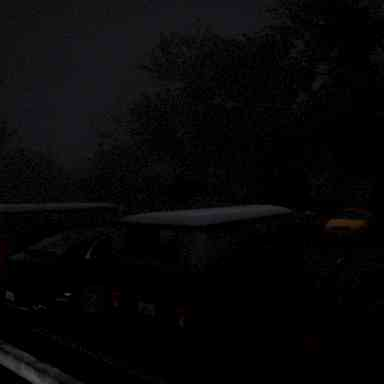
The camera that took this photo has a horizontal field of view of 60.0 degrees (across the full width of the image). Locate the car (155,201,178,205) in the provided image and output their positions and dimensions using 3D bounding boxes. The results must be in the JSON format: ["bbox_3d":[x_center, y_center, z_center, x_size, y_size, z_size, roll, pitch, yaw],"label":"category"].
[{"bbox_3d":[-0.993,1.458,23.184,2.185,1.767,4.553,-1,0,35],"label":"car"}]

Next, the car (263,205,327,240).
[{"bbox_3d":[5.826,1.554,18.358,2.002,1.452,4.674,-1,0,35],"label":"car"}]

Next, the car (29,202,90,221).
[{"bbox_3d":[-12.306,1.752,31.297,2.097,1.535,5.008,-1,-1,36],"label":"car"}]

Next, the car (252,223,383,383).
[{"bbox_3d":[2.872,1.468,4.401,2.097,1.535,5.008,-1,0,35],"label":"car"}]

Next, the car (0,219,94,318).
[{"bbox_3d":[-1.695,1.514,7.653,2.231,1.521,4.892,-1,0,35],"label":"car"}]

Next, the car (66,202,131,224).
[{"bbox_3d":[-7.770,1.674,28.068,2.097,1.535,5.008,-1,-1,36],"label":"car"}]

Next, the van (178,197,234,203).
[{"bbox_3d":[1.355,1.332,21.690,1.878,1.987,4.442,-1,0,36],"label":"van"}]

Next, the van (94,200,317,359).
[{"bbox_3d":[0.657,1.265,6.127,1.878,1.987,4.442,-1,0,35],"label":"van"}]

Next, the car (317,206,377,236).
[{"bbox_3d":[7.988,1.489,16.594,1.946,1.575,5.366,-1,0,35],"label":"car"}]

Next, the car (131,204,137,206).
[{"bbox_3d":[-5.504,1.681,26.446,2.002,1.452,4.674,-1,0,36],"label":"car"}]

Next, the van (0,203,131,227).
[{"bbox_3d":[-4.044,1.309,9.191,1.878,1.987,4.442,-1,0,35],"label":"van"}]
